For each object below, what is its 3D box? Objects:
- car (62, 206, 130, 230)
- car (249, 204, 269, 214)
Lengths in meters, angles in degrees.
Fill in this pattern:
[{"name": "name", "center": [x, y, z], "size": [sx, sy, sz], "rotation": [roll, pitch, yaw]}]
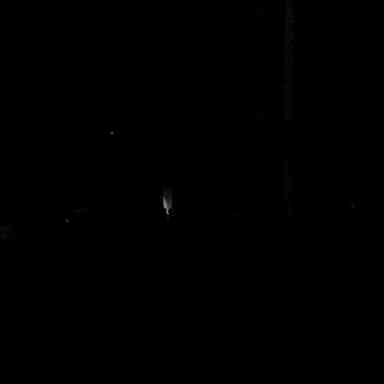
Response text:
[{"name": "car", "center": [-6.541, 1.735, 23.304], "size": [1.882, 1.535, 5.008], "rotation": [2, 0, 35]}, {"name": "car", "center": [10.580, 2.573, 52.382], "size": [2.128, 1.511, 4.902], "rotation": [2, -1, 35]}]
